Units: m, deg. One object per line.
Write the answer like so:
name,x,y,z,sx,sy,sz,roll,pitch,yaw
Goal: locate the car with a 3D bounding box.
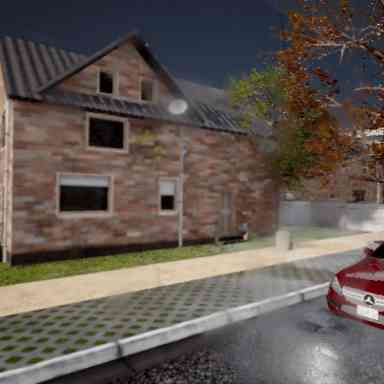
car,4.483,1.513,6.252,4.674,1.442,1.812,0,0,-36
